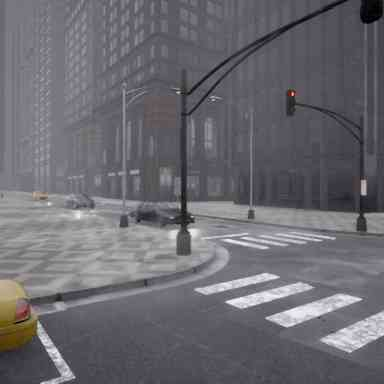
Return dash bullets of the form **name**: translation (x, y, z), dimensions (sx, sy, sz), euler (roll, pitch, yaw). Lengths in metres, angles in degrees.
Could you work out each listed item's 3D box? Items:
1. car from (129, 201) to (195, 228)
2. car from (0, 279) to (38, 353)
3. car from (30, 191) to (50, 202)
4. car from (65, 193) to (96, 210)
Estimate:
- **car**: translation (-2.001, 1.237, 20.207), dimensions (2.033, 1.411, 5.357), euler (0, 1, -36)
- **car**: translation (-4.347, 1.525, 3.543), dimensions (4.829, 1.417, 1.752), euler (0, 0, -36)
- **car**: translation (-22.014, 0.595, 48.031), dimensions (1.882, 1.535, 5.008), euler (0, 1, -36)
- **car**: translation (-11.014, 0.911, 32.669), dimensions (1.837, 1.490, 4.892), euler (0, 1, -36)
